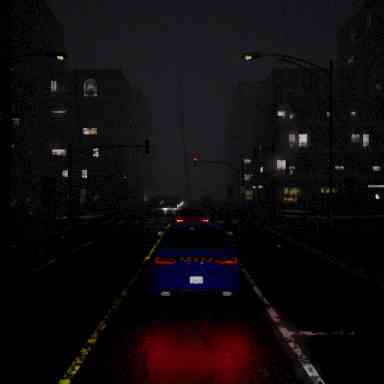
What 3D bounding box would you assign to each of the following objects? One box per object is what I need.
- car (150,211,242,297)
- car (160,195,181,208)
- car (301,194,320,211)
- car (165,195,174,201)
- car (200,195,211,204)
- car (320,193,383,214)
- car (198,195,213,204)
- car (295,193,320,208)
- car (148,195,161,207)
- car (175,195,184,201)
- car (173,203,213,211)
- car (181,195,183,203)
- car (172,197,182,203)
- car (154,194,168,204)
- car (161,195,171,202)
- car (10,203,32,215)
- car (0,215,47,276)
[{"bbox_3d":[0.090,1.477,8.632,1.882,1.535,5.008,0,0,0],"label":"car"},{"bbox_3d":[-3.158,1.560,49.230,2.033,1.411,5.357,0,0,-1],"label":"car"},{"bbox_3d":[14.727,1.205,35.637,4.892,1.490,1.837,-1,0,-1],"label":"car"},{"bbox_3d":[-5.827,1.480,85.953,1.967,1.590,4.097,0,0,0],"label":"car"},{"bbox_3d":[2.590,1.461,63.238,1.967,1.590,4.097,0,0,0],"label":"car"},{"bbox_3d":[14.647,1.029,29.828,5.009,1.841,2.192,-1,1,-1],"label":"car"},{"bbox_3d":[2.598,1.458,57.556,1.967,1.590,4.097,0,0,0],"label":"car"},{"bbox_3d":[14.499,1.015,38.206,5.009,1.841,2.192,-1,1,-1],"label":"car"},{"bbox_3d":[-5.772,1.580,51.858,1.947,1.339,4.313,0,0,0],"label":"car"},{"bbox_3d":[-3.133,1.440,83.970,1.895,1.301,4.718,0,0,0],"label":"car"},{"bbox_3d":[0.070,1.526,17.973,1.812,1.442,4.674,0,0,1],"label":"car"},{"bbox_3d":[-3.170,1.371,59.201,2.097,1.767,4.553,0,0,0],"label":"car"},{"bbox_3d":[-3.110,1.625,69.343,1.895,1.301,4.718,0,0,0],"label":"car"},{"bbox_3d":[-5.791,1.336,63.223,2.192,1.841,5.009,0,0,0],"label":"car"},{"bbox_3d":[-5.809,1.470,74.588,1.967,1.590,4.097,0,0,0],"label":"car"},{"bbox_3d":[-18.040,1.803,32.102,4.902,1.511,2.128,-1,0,-1],"label":"car"},{"bbox_3d":[-5.756,1.582,9.834,1.802,1.307,4.206,0,0,0],"label":"car"}]
